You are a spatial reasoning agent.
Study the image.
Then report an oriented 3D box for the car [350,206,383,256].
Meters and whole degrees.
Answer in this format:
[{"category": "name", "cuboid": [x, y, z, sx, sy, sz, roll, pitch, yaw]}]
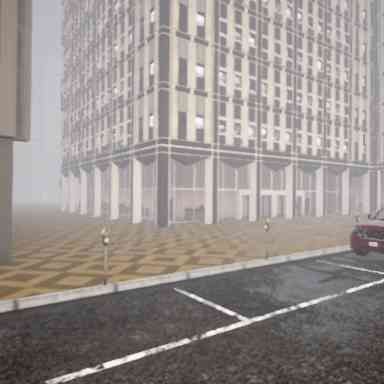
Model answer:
[{"category": "car", "cuboid": [7.799, 1.335, 11.948, 5.009, 1.841, 2.192, 0, 1, -35]}]
